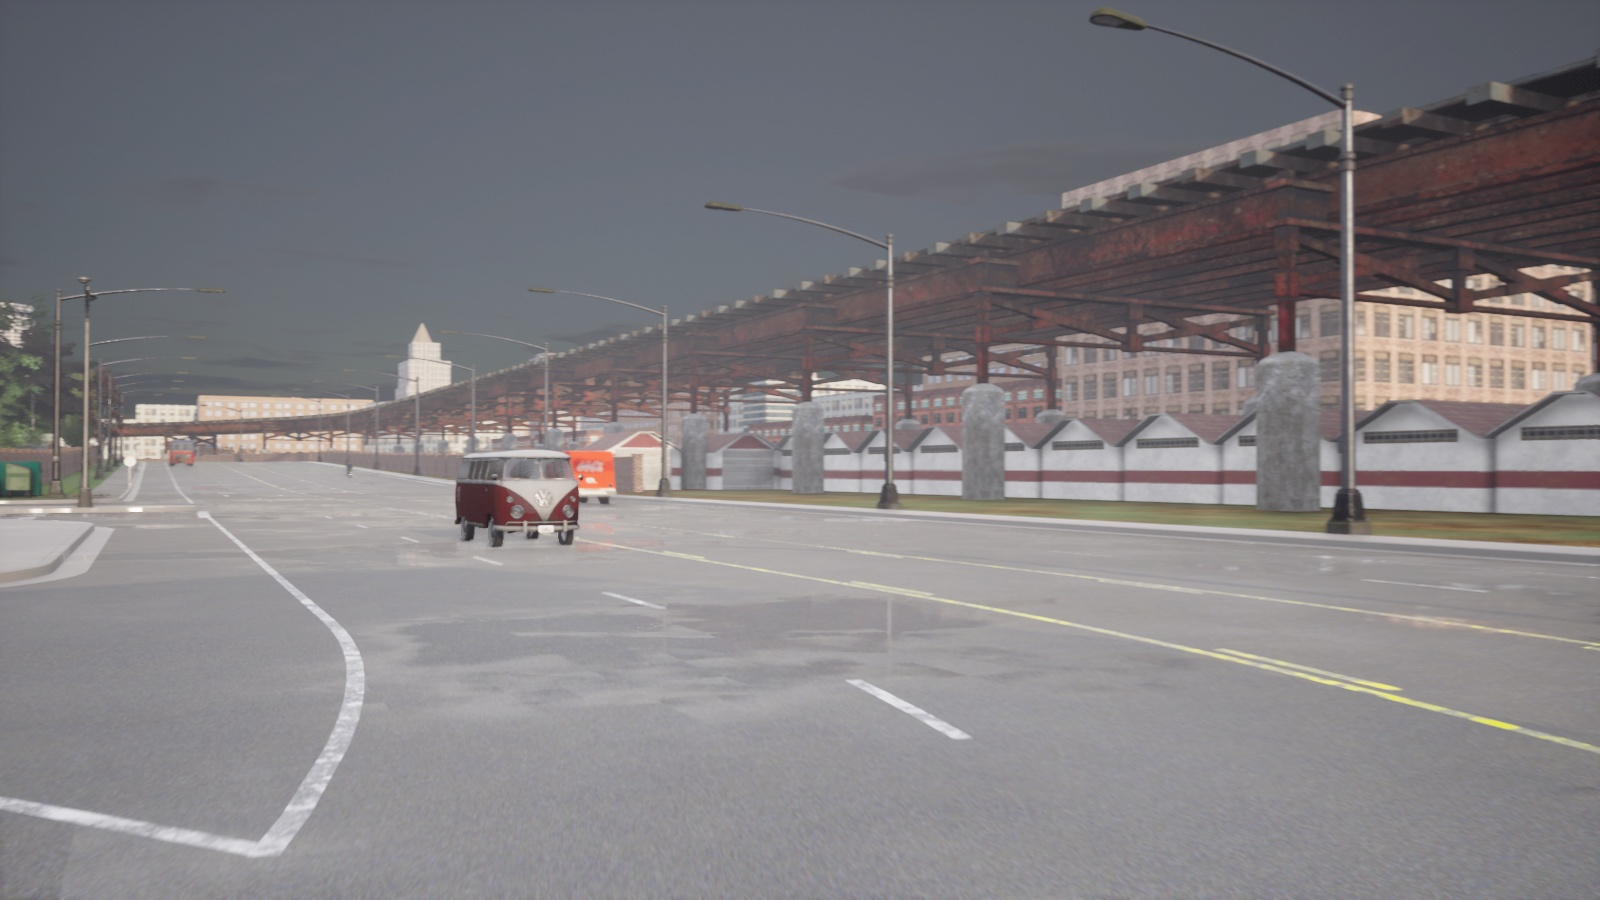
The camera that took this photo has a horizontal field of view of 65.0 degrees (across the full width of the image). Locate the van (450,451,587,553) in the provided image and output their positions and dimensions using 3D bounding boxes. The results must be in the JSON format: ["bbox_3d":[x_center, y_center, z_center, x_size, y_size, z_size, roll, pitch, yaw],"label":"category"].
[{"bbox_3d":[-6.069,1.047,26.716,1.775,1.987,4.442,0,-1,-27],"label":"van"}]

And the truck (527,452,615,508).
[{"bbox_3d":[-10.759,1.367,58.590,2.627,2.467,5.204,0,-1,-27],"label":"truck"}]
